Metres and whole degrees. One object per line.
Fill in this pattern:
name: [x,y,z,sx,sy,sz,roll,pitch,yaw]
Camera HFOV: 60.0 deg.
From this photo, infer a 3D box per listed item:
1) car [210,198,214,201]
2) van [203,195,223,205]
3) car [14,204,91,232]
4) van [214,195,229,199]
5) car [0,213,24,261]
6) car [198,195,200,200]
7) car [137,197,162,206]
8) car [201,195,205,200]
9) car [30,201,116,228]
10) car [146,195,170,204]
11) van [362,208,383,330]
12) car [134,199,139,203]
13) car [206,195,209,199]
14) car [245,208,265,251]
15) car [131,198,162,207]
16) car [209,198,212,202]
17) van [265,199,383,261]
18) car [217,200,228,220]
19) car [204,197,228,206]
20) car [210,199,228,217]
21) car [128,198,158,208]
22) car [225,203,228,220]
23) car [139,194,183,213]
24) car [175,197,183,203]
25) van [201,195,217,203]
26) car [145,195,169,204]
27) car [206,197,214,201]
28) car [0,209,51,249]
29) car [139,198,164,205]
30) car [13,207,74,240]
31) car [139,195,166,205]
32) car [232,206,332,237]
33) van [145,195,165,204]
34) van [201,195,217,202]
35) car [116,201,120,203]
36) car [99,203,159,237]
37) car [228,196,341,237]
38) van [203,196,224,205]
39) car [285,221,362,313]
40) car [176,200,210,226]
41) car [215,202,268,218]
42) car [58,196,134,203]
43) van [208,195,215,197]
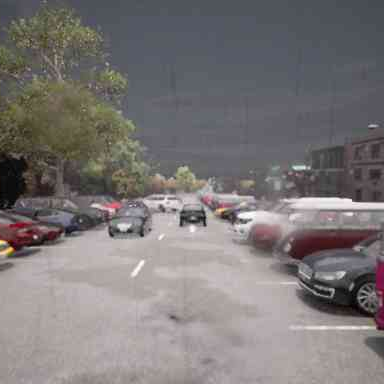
car: [4.785,1.735,37.789,4.792,1.488,2.163,0,0,0]
van: [4.644,1.771,74.233,4.442,1.987,1.878,0,0,0]
car: [-8.355,1.595,18.020,4.792,1.488,2.163,0,0,0]
van: [4.872,1.457,34.988,4.442,1.987,1.878,0,0,0]
car: [-8.142,1.523,9.663,5.366,1.575,1.946,0,0,0]
car: [4.789,1.768,77.037,5.566,2.045,2.435,0,0,0]
car: [-8.351,1.801,65.370,4.553,1.767,2.185,0,0,0]
car: [4.787,1.611,57.414,5.566,2.045,2.435,0,0,0]
car: [-8.320,1.599,23.589,5.008,1.535,2.097,0,0,0]
car: [-8.290,1.803,82.026,5.566,2.045,2.435,0,0,0]
van: [4.865,1.273,4.154,4.442,1.987,1.878,0,0,0]
car: [-8.296,1.407,31.821,5.566,2.045,2.435,0,0,0]
car: [4.726,1.670,49.003,4.553,1.767,2.185,0,0,0]
car: [4.758,1.539,12.563,5.008,1.535,2.097,0,0,0]
car: [-8.136,1.879,59.818,5.366,1.575,1.946,0,0,0]
car: [4.786,1.757,40.592,4.792,1.488,2.163,0,0,0]
van: [4.636,1.300,9.761,4.442,1.987,1.878,0,0,0]
car: [4.760,1.617,26.580,5.008,1.535,2.097,0,0,0]
car: [4.728,1.804,65.822,4.553,1.767,2.185,0,0,0]
car: [4.569,1.635,29.380,5.366,1.575,1.946,0,0,0]
car: [-8.327,1.861,57.042,4.892,1.521,2.231,0,0,0]
car: [4.783,1.611,20.972,4.792,1.488,2.163,0,0,0]
car: [-4.080,1.479,41.488,5.566,2.045,2.150,0,-1,44]
car: [-3.233,2.093,85.071,1.837,1.490,4.892,0,0,0]
van: [4.646,1.865,91.058,4.442,1.987,1.878,0,0,0]
car: [-8.347,1.786,79.250,5.566,2.045,2.435,0,0,0]
car: [4.762,1.750,43.396,5.008,1.535,2.097,0,0,0]
car: [-8.321,1.539,12.450,5.008,1.535,2.097,0,0,0]
car: [-8.291,1.978,68.145,4.792,1.488,2.163,0,0,0]
car: [-8.297,1.582,15.234,4.792,1.488,2.163,0,0,0]
car: [-8.348,1.720,70.923,5.566,2.045,2.435,0,0,0]
car: [4.758,1.567,18.174,4.892,1.521,2.231,0,0,0]
van: [-8.435,1.790,76.473,4.442,1.987,1.878,0,0,0]
van: [4.880,1.870,93.859,4.442,1.987,1.878,0,0,0]
car: [-8.323,1.656,26.250,4.674,1.452,2.002,0,0,0]
car: [-3.330,1.581,18.668,2.128,1.511,4.902,0,0,0]
car: [4.725,1.301,15.368,5.566,2.045,2.435,0,0,0]
van: [4.644,1.749,71.430,4.442,1.987,1.878,0,0,0]
car: [4.757,1.513,6.957,4.892,1.521,2.231,0,0,0]
car: [0.090,1.603,24.704,1.882,1.535,5.008,0,0,0]
car: [4.726,1.690,32.183,4.792,1.488,2.163,0,0,0]
car: [-8.296,1.386,29.160,5.566,2.045,2.435,0,0,0]
van: [4.874,1.547,46.201,4.442,1.987,1.878,0,0,0]
